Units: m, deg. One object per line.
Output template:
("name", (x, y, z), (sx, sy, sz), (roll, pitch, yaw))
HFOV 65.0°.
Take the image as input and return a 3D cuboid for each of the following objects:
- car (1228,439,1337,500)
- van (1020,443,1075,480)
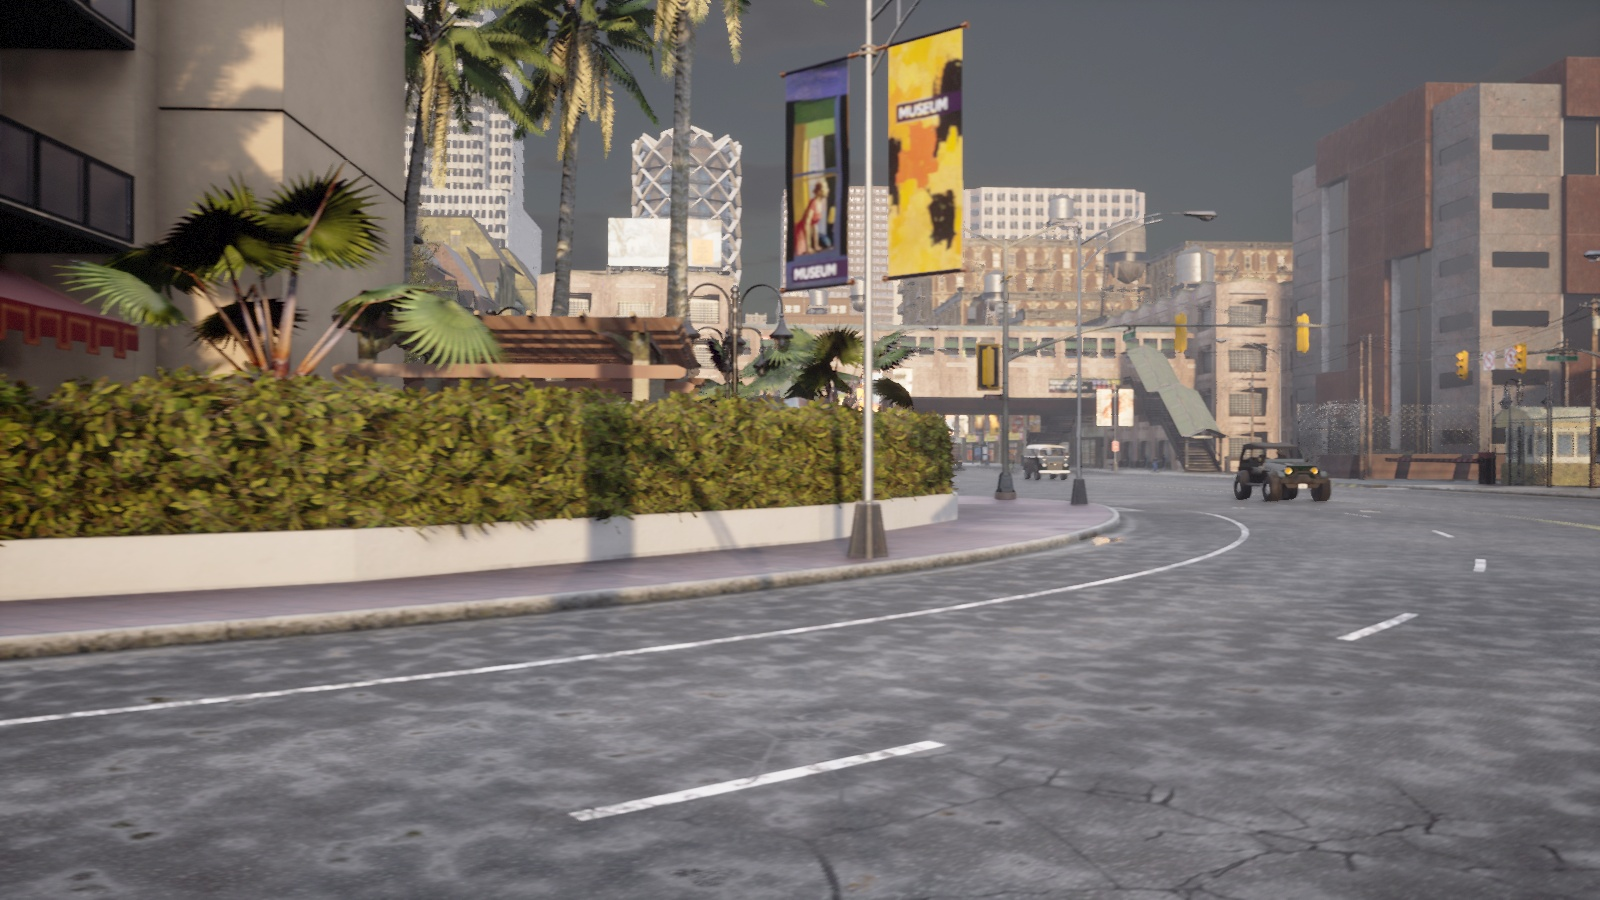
("car", (15.524, 0.616, 40.605), (1.905, 1.878, 3.866), (0, 0, -3))
("van", (14.064, 0.632, 71.702), (2.069, 2.038, 4.480), (0, 0, -3))
